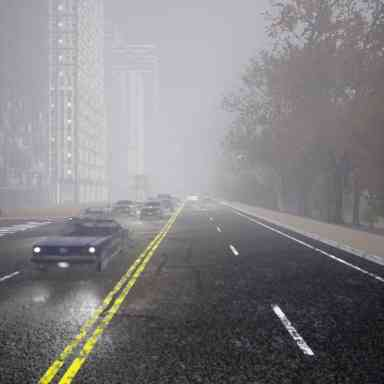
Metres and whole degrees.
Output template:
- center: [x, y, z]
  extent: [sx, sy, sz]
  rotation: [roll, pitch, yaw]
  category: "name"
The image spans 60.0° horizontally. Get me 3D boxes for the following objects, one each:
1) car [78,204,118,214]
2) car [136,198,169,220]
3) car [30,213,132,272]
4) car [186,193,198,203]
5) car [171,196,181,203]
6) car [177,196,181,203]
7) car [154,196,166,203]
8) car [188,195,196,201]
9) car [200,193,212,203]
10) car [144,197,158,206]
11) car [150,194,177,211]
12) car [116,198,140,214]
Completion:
- center: [-6.622, 1.690, 22.235]
  extent: [1.895, 1.301, 4.718]
  rotation: [-1, 0, 0]
  category: "car"
- center: [-3.354, 1.526, 28.895]
  extent: [1.837, 1.490, 4.892]
  rotation: [0, 0, 0]
  category: "car"
- center: [-3.357, 1.596, 10.895]
  extent: [1.895, 1.301, 4.718]
  rotation: [0, 0, 0]
  category: "car"
- center: [0.000, 1.227, 69.749]
  extent: [2.150, 2.045, 5.566]
  rotation: [0, 0, 0]
  category: "car"
- center: [-3.255, 1.574, 68.911]
  extent: [1.994, 1.385, 4.181]
  rotation: [0, 0, 0]
  category: "car"
- center: [-3.339, 1.497, 53.134]
  extent: [2.128, 1.511, 4.902]
  rotation: [0, 0, 0]
  category: "car"
- center: [-6.511, 1.516, 68.295]
  extent: [1.837, 1.490, 4.892]
  rotation: [0, 0, 0]
  category: "car"
- center: [0.000, 1.434, 80.112]
  extent: [2.033, 1.411, 5.357]
  rotation: [0, 0, 0]
  category: "car"
- center: [3.249, 1.527, 69.718]
  extent: [2.128, 1.511, 4.902]
  rotation: [0, 0, 0]
  category: "car"
- center: [-6.603, 1.531, 53.967]
  extent: [1.812, 1.442, 4.674]
  rotation: [0, 0, 0]
  category: "car"
- center: [-3.352, 1.226, 40.262]
  extent: [2.150, 2.045, 5.566]
  rotation: [0, 0, 0]
  category: "car"
- center: [-6.601, 1.511, 32.678]
  extent: [1.837, 1.490, 4.892]
  rotation: [0, 0, 0]
  category: "car"
